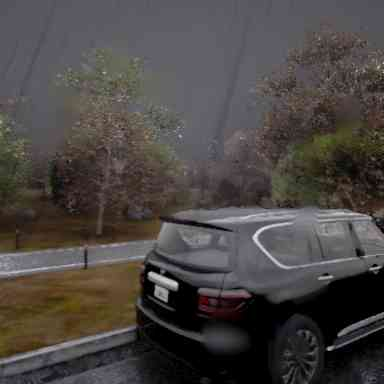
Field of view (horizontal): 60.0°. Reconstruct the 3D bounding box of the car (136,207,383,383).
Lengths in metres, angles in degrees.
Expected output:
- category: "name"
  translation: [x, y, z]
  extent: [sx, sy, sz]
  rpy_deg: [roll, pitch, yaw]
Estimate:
- category: "car"
  translation: [1.849, 1.263, 5.376]
  extent: [5.566, 2.045, 2.435]
  rpy_deg: [0, 0, -35]
